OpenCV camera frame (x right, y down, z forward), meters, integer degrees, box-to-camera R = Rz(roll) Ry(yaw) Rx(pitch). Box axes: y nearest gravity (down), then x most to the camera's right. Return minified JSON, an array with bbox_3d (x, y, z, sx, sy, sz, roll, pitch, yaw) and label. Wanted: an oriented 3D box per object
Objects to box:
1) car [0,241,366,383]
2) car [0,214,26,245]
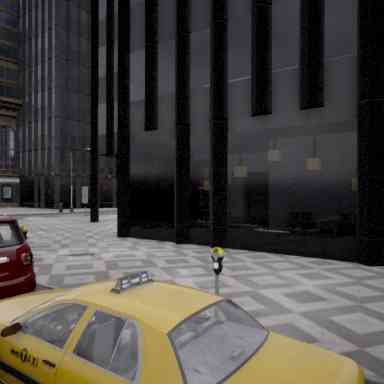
[{"bbox_3d":[-0.814,1.525,3.531,4.829,1.417,1.752,0,0,35],"label":"car"},{"bbox_3d":[-5.109,1.314,6.560,5.009,1.841,2.192,0,0,35],"label":"car"}]
